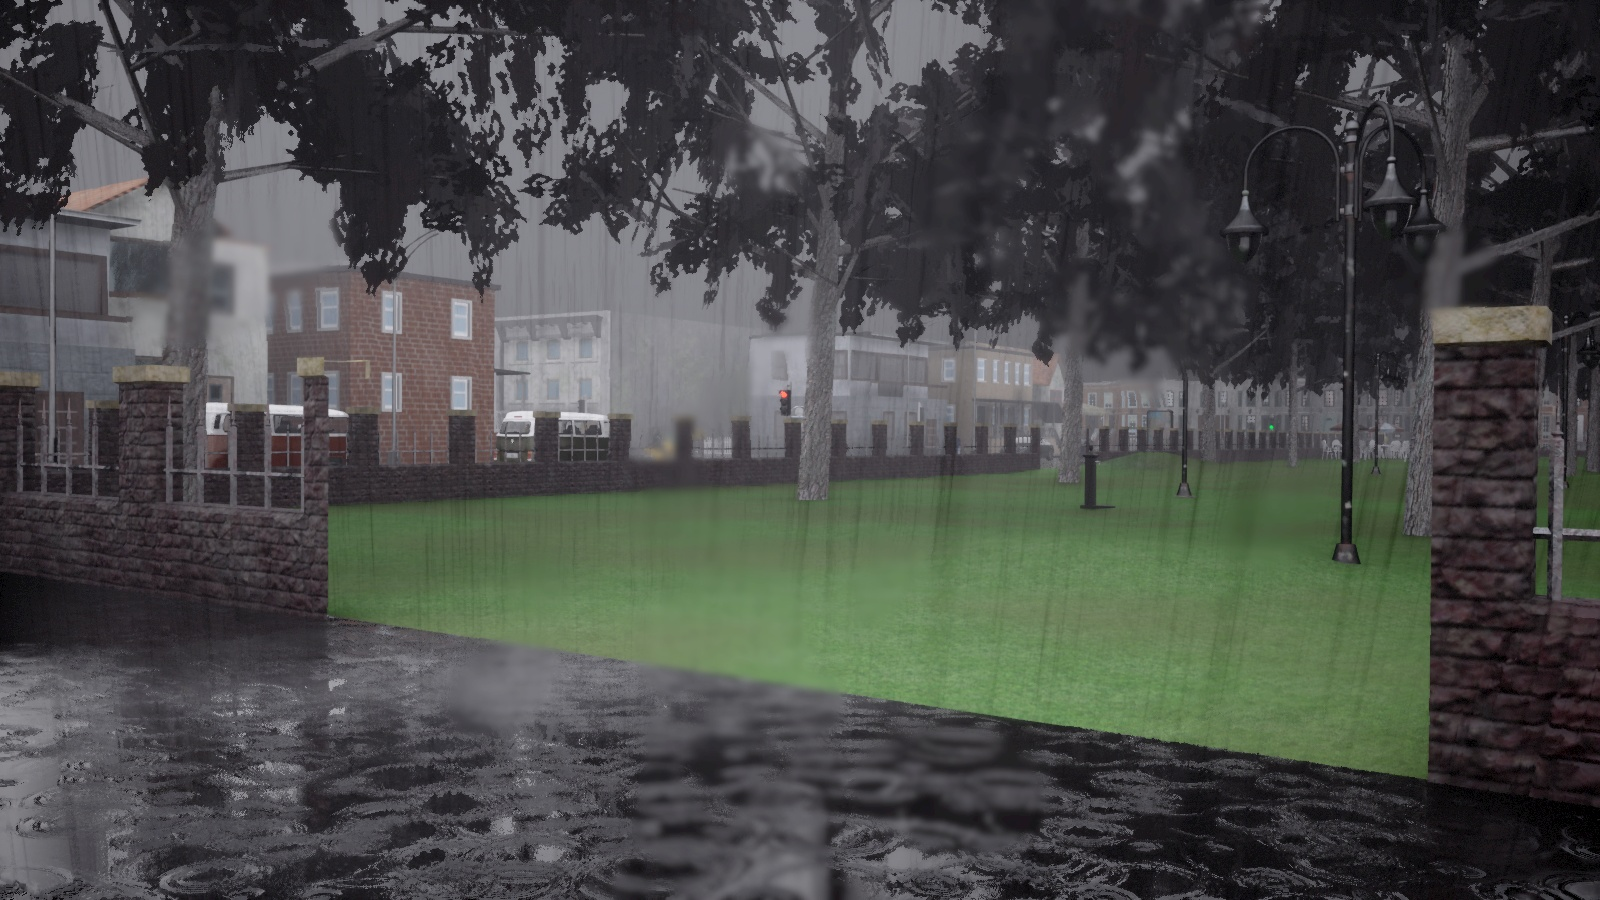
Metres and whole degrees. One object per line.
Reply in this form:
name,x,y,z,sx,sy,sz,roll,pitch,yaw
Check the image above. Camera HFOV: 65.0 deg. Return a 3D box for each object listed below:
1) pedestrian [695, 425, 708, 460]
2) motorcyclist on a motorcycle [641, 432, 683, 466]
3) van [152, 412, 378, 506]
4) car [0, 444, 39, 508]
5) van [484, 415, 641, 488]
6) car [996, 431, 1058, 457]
pedestrian,-5.225,-0.420,66.560,0.431,1.840,0.709,-1,1,-27
motorcyclist on a motorcycle,-6.477,-0.063,59.081,1.817,1.590,0.866,0,1,35
van,-12.479,0.164,29.562,2.069,2.038,4.480,0,1,33
car,-19.155,0.599,27.116,1.994,1.385,4.181,0,1,35
van,-7.002,0.007,37.457,2.069,2.038,4.480,0,1,33
car,13.397,-0.373,73.902,1.812,1.442,4.674,0,1,35
